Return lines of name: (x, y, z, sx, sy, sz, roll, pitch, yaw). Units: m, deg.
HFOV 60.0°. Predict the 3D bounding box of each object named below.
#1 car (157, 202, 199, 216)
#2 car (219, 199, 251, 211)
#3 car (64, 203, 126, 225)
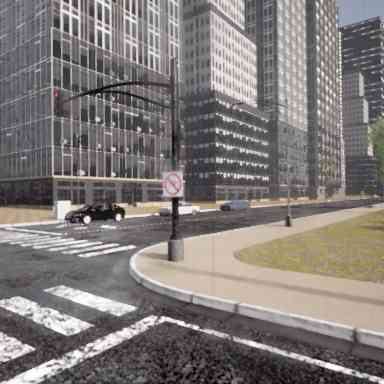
car: (-1.332, 1.705, 33.365, 1.895, 1.301, 4.718, -1, -1, 37)
car: (5.605, 1.664, 42.555, 2.033, 1.411, 5.357, -1, -1, 37)
car: (-7.308, 1.597, 25.436, 1.837, 1.490, 4.892, -1, -1, 37)
